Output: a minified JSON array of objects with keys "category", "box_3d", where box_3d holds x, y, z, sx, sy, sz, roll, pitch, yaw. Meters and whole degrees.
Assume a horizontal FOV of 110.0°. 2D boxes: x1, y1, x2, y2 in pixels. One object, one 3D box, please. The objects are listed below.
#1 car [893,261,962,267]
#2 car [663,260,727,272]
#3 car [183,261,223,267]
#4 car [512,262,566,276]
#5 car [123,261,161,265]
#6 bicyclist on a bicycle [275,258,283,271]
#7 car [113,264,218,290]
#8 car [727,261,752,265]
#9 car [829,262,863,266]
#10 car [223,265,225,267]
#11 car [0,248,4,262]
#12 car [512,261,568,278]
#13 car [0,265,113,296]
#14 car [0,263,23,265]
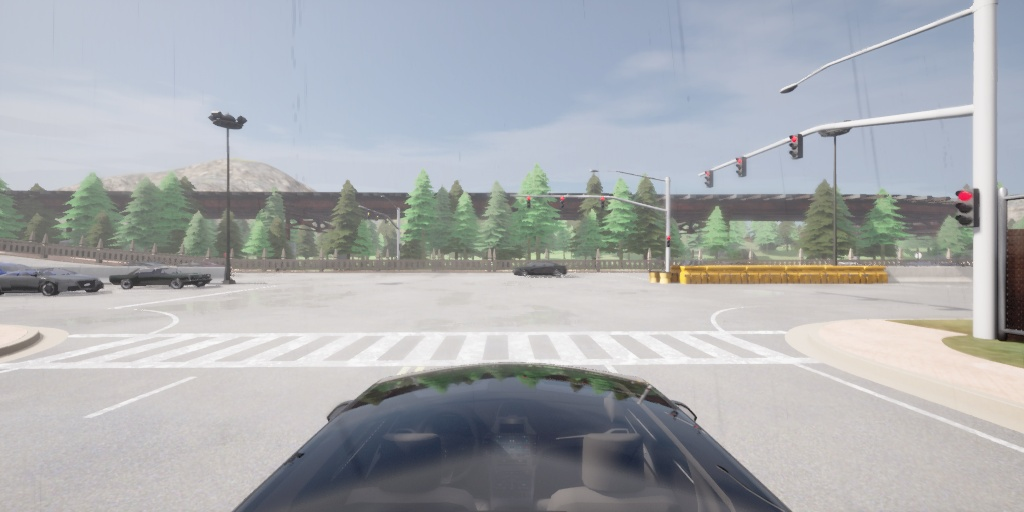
[{"category":"car","box_3d":[40.572,1.241,34.740,4.902,1.511,2.128,0,0,-2]},{"category":"car","box_3d":[15.180,1.102,30.463,4.553,1.767,2.097,0,0,-2]},{"category":"car","box_3d":[-29.648,1.323,32.564,4.718,1.301,1.895,1,0,-2]},{"category":"car","box_3d":[2.717,1.297,37.077,5.357,1.411,2.033,0,0,-2]},{"category":"car","box_3d":[-30.269,1.189,29.046,5.008,1.535,1.882,1,0,-2]},{"category":"bicyclist on a bicycle","box_3d":[-28.458,1.041,43.894,0.582,1.620,1.656,0,0,-2]},{"category":"car","box_3d":[-21.484,1.345,22.115,4.718,1.301,1.895,0,0,-2]},{"category":"car","box_3d":[20.719,1.254,34.137,4.892,1.490,1.837,0,0,-2]},{"category":"car","box_3d":[28.276,1.276,30.854,4.674,1.442,1.812,0,0,-2]},{"category":"car","box_3d":[-31.382,1.221,36.015,4.674,1.442,1.812,1,0,-2]},{"category":"car","box_3d":[-53.614,-0.282,35.319,4.181,1.385,1.994,7,0,-1]},{"category":"car","box_3d":[2.664,1.227,33.574,5.008,1.535,1.882,0,0,-2]},{"category":"car","box_3d":[-24.024,1.306,18.537,4.181,1.385,1.994,0,0,-2]},{"category":"car","box_3d":[-30.868,1.166,21.827,5.008,1.535,1.882,1,0,-2]}]
